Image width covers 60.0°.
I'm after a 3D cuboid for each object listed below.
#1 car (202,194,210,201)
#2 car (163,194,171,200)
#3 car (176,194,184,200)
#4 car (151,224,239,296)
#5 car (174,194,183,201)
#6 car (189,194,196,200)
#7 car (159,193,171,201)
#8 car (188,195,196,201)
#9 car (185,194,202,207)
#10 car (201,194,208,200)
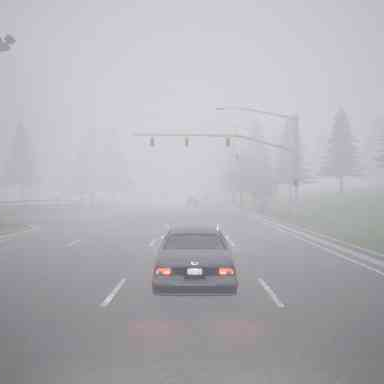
[{"bbox_3d":[3.540,1.492,83.470,1.837,1.490,4.892,0,0,0],"label":"car"},{"bbox_3d":[-6.955,1.385,93.895,1.994,1.385,4.181,0,0,0],"label":"car"},{"bbox_3d":[-3.455,1.358,93.893,2.128,1.511,4.902,0,0,0],"label":"car"},{"bbox_3d":[0.070,1.547,8.790,2.033,1.411,5.357,0,0,0],"label":"car"},{"bbox_3d":[-3.460,1.517,83.890,1.812,1.442,4.674,0,0,0],"label":"car"},{"bbox_3d":[0.045,1.310,93.892,1.882,1.535,5.008,0,0,0],"label":"car"},{"bbox_3d":[-6.960,1.217,83.505,2.150,2.045,5.566,0,0,0],"label":"car"},{"bbox_3d":[0.040,1.531,83.472,2.033,1.411,5.357,0,0,0],"label":"car"},{"bbox_3d":[0.023,1.352,52.829,2.097,1.767,4.553,0,0,0],"label":"car"},{"bbox_3d":[3.545,1.310,93.890,1.882,1.535,5.008,0,0,0],"label":"car"}]
